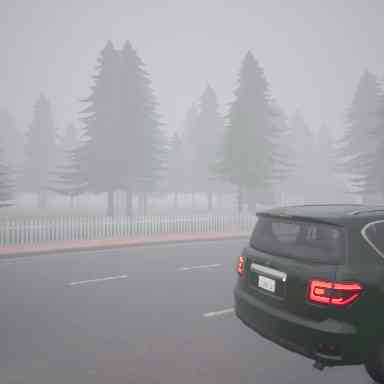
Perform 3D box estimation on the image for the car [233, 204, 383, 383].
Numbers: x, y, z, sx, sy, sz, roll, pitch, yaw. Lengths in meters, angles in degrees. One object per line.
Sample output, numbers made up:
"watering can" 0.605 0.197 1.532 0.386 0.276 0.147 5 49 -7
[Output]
"car" 3.305 1.222 5.348 5.566 2.045 2.150 0 0 -27
